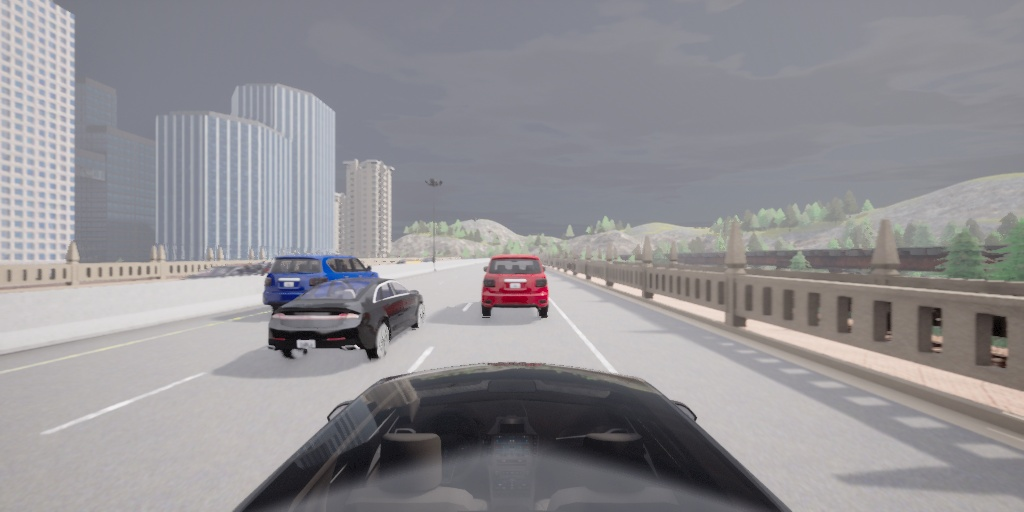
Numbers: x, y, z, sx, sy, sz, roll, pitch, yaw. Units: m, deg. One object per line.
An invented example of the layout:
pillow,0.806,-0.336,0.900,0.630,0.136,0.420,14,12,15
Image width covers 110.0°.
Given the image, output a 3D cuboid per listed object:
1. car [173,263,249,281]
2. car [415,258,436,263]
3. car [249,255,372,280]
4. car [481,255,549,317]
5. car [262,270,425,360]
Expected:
car,-14.104,1.243,17.661,2.128,1.511,4.902,0,0,0
car,-14.054,1.108,59.840,2.097,1.767,4.553,0,0,0
car,-6.904,0.973,13.772,2.150,2.045,5.566,0,0,0
car,0.096,0.973,13.280,2.150,2.045,5.566,0,0,0
car,-3.402,1.242,8.350,2.128,1.511,4.902,0,0,0
